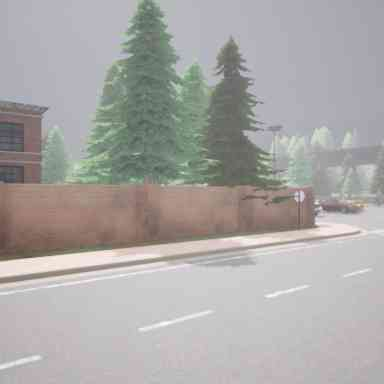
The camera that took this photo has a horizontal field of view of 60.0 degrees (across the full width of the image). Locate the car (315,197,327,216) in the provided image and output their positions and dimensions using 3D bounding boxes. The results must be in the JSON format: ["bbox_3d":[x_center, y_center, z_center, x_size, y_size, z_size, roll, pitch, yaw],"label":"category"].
[{"bbox_3d":[9.876,1.266,32.584,2.150,2.045,5.566,0,0,-35],"label":"car"}]

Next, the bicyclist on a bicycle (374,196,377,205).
[{"bbox_3d":[30.081,1.393,54.219,1.656,1.620,0.582,0,0,-35],"label":"bicyclist on a bicycle"}]

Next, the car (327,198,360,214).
[{"bbox_3d":[15.839,1.408,36.271,2.097,1.767,4.553,0,0,-35],"label":"car"}]
